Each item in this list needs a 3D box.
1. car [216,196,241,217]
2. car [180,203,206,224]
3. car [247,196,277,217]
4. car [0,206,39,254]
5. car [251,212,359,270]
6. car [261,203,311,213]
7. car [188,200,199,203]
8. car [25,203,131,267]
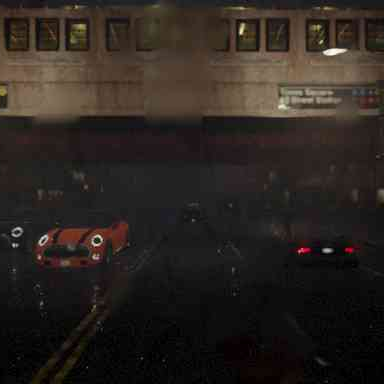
[{"bbox_3d":[3.713,1.452,34.516,2.150,2.045,5.566,0,0,0],"label":"car"},{"bbox_3d":[0.127,1.775,26.130,1.895,1.301,4.718,0,0,1],"label":"car"},{"bbox_3d":[6.676,1.441,31.748,2.435,2.045,5.566,0,0,0],"label":"car"},{"bbox_3d":[-7.039,1.444,13.820,2.097,1.767,4.553,0,0,1],"label":"car"},{"bbox_3d":[3.600,1.624,11.334,2.033,1.411,5.357,0,0,0],"label":"car"},{"bbox_3d":[6.723,1.758,24.350,1.895,1.301,4.718,0,0,0],"label":"car"},{"bbox_3d":[0.204,1.781,43.783,2.128,1.511,4.902,0,-1,0],"label":"car"},{"bbox_3d":[-3.550,1.430,11.624,2.097,1.767,4.553,0,0,1],"label":"car"}]
